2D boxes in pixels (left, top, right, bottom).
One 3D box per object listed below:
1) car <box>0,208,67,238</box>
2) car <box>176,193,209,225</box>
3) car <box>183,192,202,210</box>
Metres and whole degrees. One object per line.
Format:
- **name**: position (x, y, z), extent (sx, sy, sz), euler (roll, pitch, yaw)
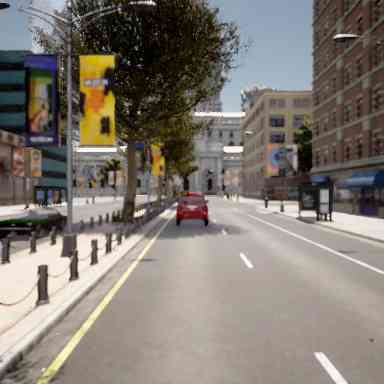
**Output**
- **car**: position (-8.062, 1.540, 17.244), extent (1.895, 1.301, 4.718), euler (0, 0, 0)
- **car**: position (0.037, 1.140, 23.661), extent (2.150, 2.045, 5.566), euler (0, 1, 0)
- **car**: position (0.065, 1.074, 42.254), extent (2.150, 2.045, 5.566), euler (0, 1, 0)
